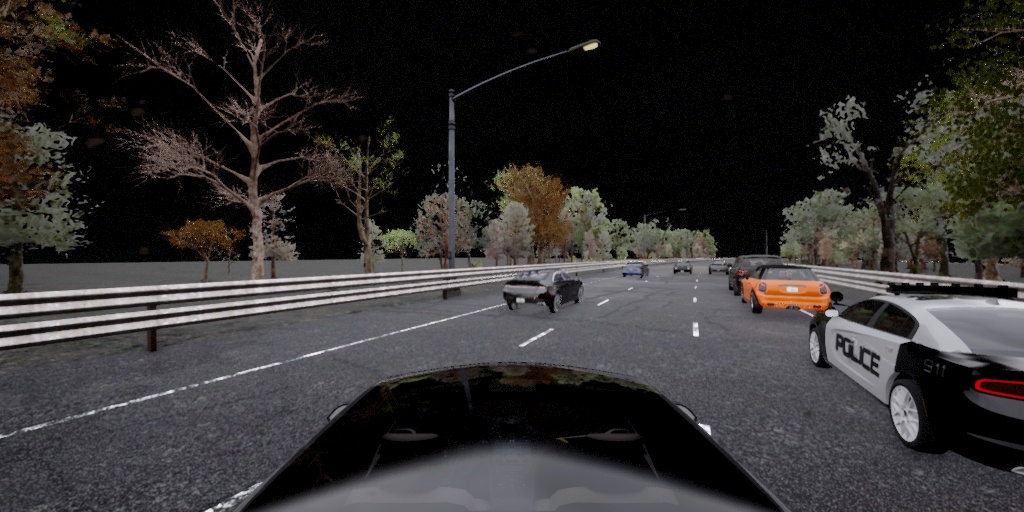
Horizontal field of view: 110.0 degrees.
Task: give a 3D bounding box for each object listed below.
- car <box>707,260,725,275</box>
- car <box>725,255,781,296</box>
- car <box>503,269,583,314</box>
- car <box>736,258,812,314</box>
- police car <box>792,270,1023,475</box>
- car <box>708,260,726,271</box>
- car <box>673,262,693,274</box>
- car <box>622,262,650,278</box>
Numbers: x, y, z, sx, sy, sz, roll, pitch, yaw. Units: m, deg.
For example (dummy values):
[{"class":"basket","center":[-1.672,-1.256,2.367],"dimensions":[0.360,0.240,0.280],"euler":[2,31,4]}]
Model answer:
[{"class":"car","center":[22.610,1.250,39.273],"dimensions":[2.128,1.511,4.902],"euler":[0,0,30]},{"class":"car","center":[12.723,0.973,18.754],"dimensions":[2.150,2.045,5.566],"euler":[0,0,27]},{"class":"car","center":[1.376,1.239,13.972],"dimensions":[2.128,1.511,4.902],"euler":[0,0,27]},{"class":"car","center":[9.987,1.098,13.431],"dimensions":[2.097,1.767,4.553],"euler":[0,0,27]},{"class":"police car","center":[5.627,1.173,4.727],"dimensions":[1.930,1.638,5.238],"euler":[0,0,26]},{"class":"car","center":[29.119,1.319,50.883],"dimensions":[2.033,1.411,5.357],"euler":[0,0,30]},{"class":"car","center":[19.483,1.359,40.708],"dimensions":[1.895,1.301,4.718],"euler":[0,0,29]},{"class":"car","center":[11.734,1.299,33.850],"dimensions":[2.033,1.411,5.357],"euler":[0,0,28]}]
